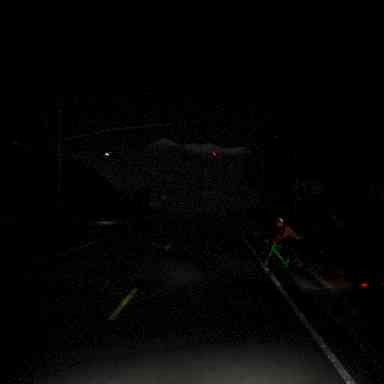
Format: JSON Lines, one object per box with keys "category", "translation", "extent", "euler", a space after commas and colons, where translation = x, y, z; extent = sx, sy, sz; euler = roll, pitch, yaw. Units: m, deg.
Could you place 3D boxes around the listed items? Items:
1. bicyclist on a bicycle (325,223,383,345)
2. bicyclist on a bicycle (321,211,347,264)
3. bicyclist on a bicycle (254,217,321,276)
{"category": "bicyclist on a bicycle", "translation": [2.800, 1.464, 5.480], "extent": [0.582, 1.620, 1.656], "euler": [-16, -4, 19]}
{"category": "bicyclist on a bicycle", "translation": [4.451, 1.407, 10.111], "extent": [1.656, 1.620, 0.582], "euler": [2, 0, 5]}
{"category": "bicyclist on a bicycle", "translation": [2.550, 1.534, 9.239], "extent": [1.656, 1.620, 0.582], "euler": [1, 0, 1]}
